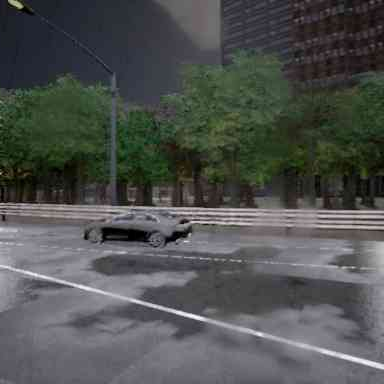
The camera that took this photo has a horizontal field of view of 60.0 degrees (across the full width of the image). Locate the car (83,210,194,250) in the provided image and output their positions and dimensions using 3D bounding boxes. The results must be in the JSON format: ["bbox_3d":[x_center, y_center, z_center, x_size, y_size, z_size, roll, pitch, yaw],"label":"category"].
[{"bbox_3d":[-2.345,1.517,14.264,4.902,1.511,2.128,0,0,21],"label":"car"}]
